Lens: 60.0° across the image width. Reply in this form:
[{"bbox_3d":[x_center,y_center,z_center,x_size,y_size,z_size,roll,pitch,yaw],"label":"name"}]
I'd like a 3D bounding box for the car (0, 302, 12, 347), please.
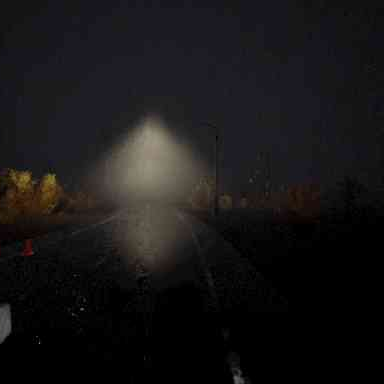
[{"bbox_3d":[-3.230,1.625,2.060,1.895,1.301,4.718,0,-1,-1],"label":"car"}]

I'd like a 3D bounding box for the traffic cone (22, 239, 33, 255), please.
[{"bbox_3d":[-6.314,2.091,12.826,0.340,0.580,0.340,0,-1,-2],"label":"traffic cone"}]
